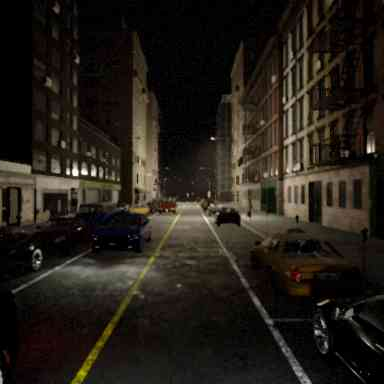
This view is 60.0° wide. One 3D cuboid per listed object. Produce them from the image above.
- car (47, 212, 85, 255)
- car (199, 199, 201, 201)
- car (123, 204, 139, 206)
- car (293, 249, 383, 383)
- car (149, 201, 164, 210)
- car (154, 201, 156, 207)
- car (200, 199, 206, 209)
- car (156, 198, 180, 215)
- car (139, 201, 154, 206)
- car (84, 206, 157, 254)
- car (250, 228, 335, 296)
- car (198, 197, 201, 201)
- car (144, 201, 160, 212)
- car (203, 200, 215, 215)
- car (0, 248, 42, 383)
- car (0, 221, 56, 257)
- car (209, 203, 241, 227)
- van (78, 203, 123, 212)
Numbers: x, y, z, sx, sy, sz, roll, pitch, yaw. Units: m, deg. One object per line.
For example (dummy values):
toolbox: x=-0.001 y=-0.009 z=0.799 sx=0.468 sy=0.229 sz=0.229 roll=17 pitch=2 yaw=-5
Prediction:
car: x=-5.419 y=1.716 z=13.940 sx=1.802 sy=1.307 sz=4.206 roll=0 pitch=-1 yaw=0
car: x=2.515 y=2.038 z=51.837 sx=1.947 sy=1.339 sz=4.313 roll=0 pitch=0 yaw=0
car: x=-5.445 y=1.672 z=24.766 sx=1.967 sy=1.590 sz=4.097 roll=0 pitch=-1 yaw=0
car: x=2.632 y=1.595 z=3.125 sx=1.947 sy=1.339 sz=4.313 roll=0 pitch=-1 yaw=0
car: x=-5.510 y=2.059 z=51.827 sx=1.802 sy=1.307 sz=4.206 roll=0 pitch=-1 yaw=0
car: x=-5.484 y=1.945 z=41.002 sx=1.947 sy=1.339 sz=4.313 roll=0 pitch=-1 yaw=0
car: x=2.528 y=1.990 z=46.425 sx=1.947 sy=1.339 sz=4.313 roll=0 pitch=-1 yaw=0
car: x=-2.843 y=1.850 z=39.886 sx=1.882 sy=1.535 sz=5.008 roll=0 pitch=-1 yaw=0
car: x=-5.471 y=1.854 z=35.420 sx=1.752 sy=1.417 sz=4.829 roll=0 pitch=-1 yaw=0
car: x=-2.866 y=1.614 z=14.438 sx=1.882 sy=1.535 sz=5.008 roll=0 pitch=0 yaw=0
car: x=2.618 y=1.606 z=8.708 sx=1.752 sy=1.417 sz=4.829 roll=0 pitch=-1 yaw=0
car: x=2.489 y=2.092 z=62.833 sx=1.752 sy=1.417 sz=4.829 roll=0 pitch=0 yaw=0
car: x=-5.497 y=1.952 z=46.245 sx=1.752 sy=1.417 sz=4.829 roll=0 pitch=-1 yaw=0
car: x=2.554 y=1.876 z=35.600 sx=2.008 sy=1.369 sz=4.403 roll=0 pitch=-1 yaw=0
car: x=-2.854 y=1.497 z=1.682 sx=1.882 sy=1.535 sz=5.008 roll=0 pitch=0 yaw=0
car: x=-5.406 y=1.650 z=8.528 sx=1.947 sy=1.339 sz=4.313 roll=0 pitch=-1 yaw=0
car: x=2.580 y=1.778 z=24.775 sx=2.008 sy=1.369 sz=4.403 roll=0 pitch=-1 yaw=0
van: x=-5.432 y=1.524 z=19.355 sx=1.690 sy=1.788 sz=3.998 roll=0 pitch=-1 yaw=0
